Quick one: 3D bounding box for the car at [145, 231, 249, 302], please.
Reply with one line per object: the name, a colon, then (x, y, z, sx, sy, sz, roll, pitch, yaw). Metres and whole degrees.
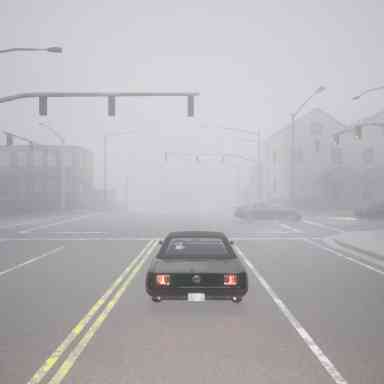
car: (0.104, 1.601, 8.193, 1.895, 1.301, 4.718, 0, 0, 0)

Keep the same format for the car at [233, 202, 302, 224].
car: (5.499, 1.488, 24.343, 4.902, 1.511, 2.128, 0, 0, -1)

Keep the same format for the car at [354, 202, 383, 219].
car: (16.034, 1.564, 28.154, 4.181, 1.385, 1.994, 0, 0, 0)
